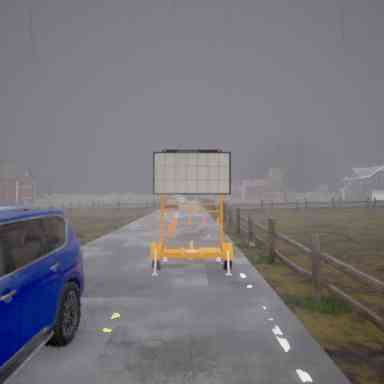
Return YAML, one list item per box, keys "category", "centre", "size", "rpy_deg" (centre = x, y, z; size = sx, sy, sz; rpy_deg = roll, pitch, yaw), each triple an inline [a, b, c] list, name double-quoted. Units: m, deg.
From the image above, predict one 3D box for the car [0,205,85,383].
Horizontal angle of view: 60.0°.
- category: "car"
  centre: [-2.854, 1.224, 3.401]
  size: [2.150, 2.045, 5.566]
  rpy_deg: [0, 0, 0]

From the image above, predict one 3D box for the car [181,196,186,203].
- category: "car"
  centre: [-2.766, 1.950, 88.523]
  size: [2.150, 2.045, 5.566]
  rpy_deg: [0, -1, 0]

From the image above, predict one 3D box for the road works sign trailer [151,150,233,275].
- category: "road works sign trailer"
  centre: [-0.002, 0.481, 10.435]
  size: [2.380, 3.560, 2.880]
  rpy_deg: [0, 0, 0]

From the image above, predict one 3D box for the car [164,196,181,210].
- category: "car"
  centre: [-2.857, 1.685, 45.773]
  size: [1.882, 1.535, 5.008]
  rpy_deg: [0, 0, 0]
